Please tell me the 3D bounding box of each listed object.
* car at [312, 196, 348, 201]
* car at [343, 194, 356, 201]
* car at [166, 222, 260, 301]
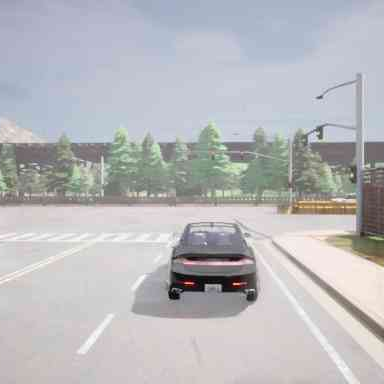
[{"bbox_3d":[14.520,1.491,37.917,4.902,1.511,2.128,0,0,1],"label":"car"},{"bbox_3d":[19.800,1.222,41.304,5.566,2.045,2.150,0,0,2],"label":"car"},{"bbox_3d":[0.503,1.492,8.331,2.128,1.511,4.902,0,0,3],"label":"car"}]
